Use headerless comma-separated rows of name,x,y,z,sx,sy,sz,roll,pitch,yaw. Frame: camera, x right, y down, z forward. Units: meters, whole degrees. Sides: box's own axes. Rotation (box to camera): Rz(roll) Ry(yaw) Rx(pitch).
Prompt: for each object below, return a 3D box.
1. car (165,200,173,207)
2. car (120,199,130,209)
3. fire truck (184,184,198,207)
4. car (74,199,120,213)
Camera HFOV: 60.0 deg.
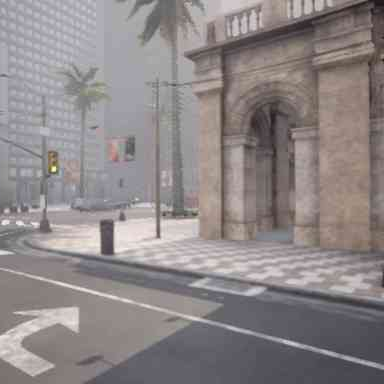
car,-2.232,1.846,56.627,2.033,1.411,5.357,-1,0,36
car,-11.318,1.838,49.323,2.161,1.482,4.786,-1,0,35
fire truck,2.151,0.601,56.598,2.891,3.827,8.468,-1,0,36
car,-12.323,1.846,42.620,2.033,1.411,5.357,-1,0,36
